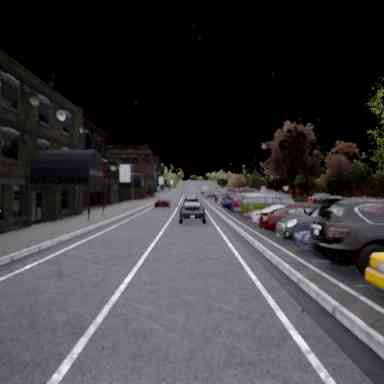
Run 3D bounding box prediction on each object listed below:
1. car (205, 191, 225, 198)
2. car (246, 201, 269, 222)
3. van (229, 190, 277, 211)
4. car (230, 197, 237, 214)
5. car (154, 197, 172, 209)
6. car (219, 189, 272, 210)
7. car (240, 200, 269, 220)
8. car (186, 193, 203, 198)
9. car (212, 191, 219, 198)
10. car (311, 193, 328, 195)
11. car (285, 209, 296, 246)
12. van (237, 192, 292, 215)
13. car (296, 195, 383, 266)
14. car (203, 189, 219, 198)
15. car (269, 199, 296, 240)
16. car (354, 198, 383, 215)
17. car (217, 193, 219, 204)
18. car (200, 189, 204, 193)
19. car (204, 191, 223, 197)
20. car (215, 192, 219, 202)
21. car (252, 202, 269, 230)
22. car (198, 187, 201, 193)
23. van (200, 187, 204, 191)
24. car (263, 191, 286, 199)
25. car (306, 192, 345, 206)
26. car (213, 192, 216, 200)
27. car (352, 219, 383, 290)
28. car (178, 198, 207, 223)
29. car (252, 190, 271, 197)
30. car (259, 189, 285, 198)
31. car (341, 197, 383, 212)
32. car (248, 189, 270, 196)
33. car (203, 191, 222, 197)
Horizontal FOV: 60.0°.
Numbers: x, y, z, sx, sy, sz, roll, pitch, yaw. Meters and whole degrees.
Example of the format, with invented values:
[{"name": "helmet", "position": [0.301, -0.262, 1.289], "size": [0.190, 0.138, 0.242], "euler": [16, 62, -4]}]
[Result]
[{"name": "car", "position": [5.472, 0.634, 80.349], "size": [4.792, 1.488, 2.163], "euler": [0, 1, 0]}, {"name": "car", "position": [6.015, 1.489, 20.492], "size": [4.674, 1.452, 2.002], "euler": [0, 0, 0]}, {"name": "van", "position": [6.076, 1.096, 31.812], "size": [4.442, 1.987, 1.878], "euler": [0, 1, 0]}, {"name": "car", "position": [5.977, 1.412, 28.991], "size": [4.674, 1.452, 2.002], "euler": [0, 1, 0]}, {"name": "car", "position": [-3.530, 1.335, 40.519], "size": [1.895, 1.301, 4.718], "euler": [0, 1, 0]}, {"name": "car", "position": [5.917, 1.021, 34.636], "size": [5.566, 2.045, 2.435], "euler": [0, 1, 0]}, {"name": "car", "position": [6.006, 1.484, 23.327], "size": [4.674, 1.452, 2.002], "euler": [0, 0, 0]}, {"name": "car", "position": [-0.090, 1.223, 40.795], "size": [2.128, 1.511, 4.902], "euler": [0, 1, -1]}, {"name": "car", "position": [5.887, 1.002, 51.593], "size": [4.792, 1.488, 2.163], "euler": [0, 1, 0]}, {"name": "car", "position": [18.474, 1.118, 43.342], "size": [5.008, 1.535, 2.097], "euler": [0, 1, 0]}, {"name": "car", "position": [6.064, 1.490, 12.015], "size": [4.674, 1.452, 2.002], "euler": [0, 0, 0]}, {"name": "van", "position": [6.104, 1.191, 26.282], "size": [4.442, 1.987, 1.878], "euler": [0, 1, 0]}, {"name": "car", "position": [6.104, 1.199, 9.190], "size": [5.566, 2.045, 2.435], "euler": [0, 0, 0]}, {"name": "car", "position": [5.500, 0.751, 74.925], "size": [4.674, 1.452, 2.002], "euler": [1, 1, 0]}, {"name": "car", "position": [6.078, 1.324, 14.841], "size": [4.553, 1.767, 2.185], "euler": [0, 0, 0]}, {"name": "car", "position": [18.505, 1.347, 32.050], "size": [4.792, 1.488, 2.163], "euler": [0, 1, 0]}, {"name": "car", "position": [5.911, 1.172, 40.290], "size": [5.008, 1.535, 2.097], "euler": [0, 1, 0]}, {"name": "car", "position": [5.279, 0.656, 77.564], "size": [5.366, 1.575, 1.946], "euler": [0, 1, 0]}, {"name": "car", "position": [5.423, 0.590, 83.131], "size": [4.674, 1.452, 2.002], "euler": [0, 1, 0]}, {"name": "car", "position": [6.087, 1.119, 43.117], "size": [5.366, 1.575, 1.946], "euler": [0, 1, 0]}, {"name": "car", "position": [6.027, 1.449, 17.666], "size": [5.008, 1.535, 2.097], "euler": [0, 0, 0]}, {"name": "car", "position": [5.305, 0.080, 94.256], "size": [5.566, 2.045, 2.435], "euler": [0, 1, 0]}, {"name": "van", "position": [5.238, 0.158, 91.597], "size": [4.442, 1.987, 1.878], "euler": [0, 1, 0]}, {"name": "car", "position": [18.534, 0.586, 74.877], "size": [4.553, 1.767, 2.185], "euler": [0, 1, 0]}, {"name": "car", "position": [18.434, 0.945, 46.039], "size": [4.553, 1.767, 2.185], "euler": [0, 1, 0]}, {"name": "car", "position": [5.875, 1.062, 48.767], "size": [4.674, 1.452, 2.002], "euler": [0, 1, 0]}, {"name": "car", "position": [6.276, 1.447, 6.365], "size": [5.366, 1.575, 1.946], "euler": [0, 0, 0]}, {"name": "car", "position": [0.026, 1.418, 24.784], "size": [1.837, 1.490, 4.892], "euler": [0, 0, 0]}, {"name": "car", "position": [18.425, 0.313, 88.799], "size": [4.553, 1.767, 2.185], "euler": [0, 1, 0]}, {"name": "car", "position": [18.572, 0.406, 77.660], "size": [5.566, 2.045, 2.435], "euler": [0, 1, 0]}, {"name": "car", "position": [18.491, 1.297, 34.874], "size": [4.792, 1.488, 2.163], "euler": [0, 1, 0]}, {"name": "car", "position": [18.462, 0.131, 91.706], "size": [5.566, 2.045, 2.435], "euler": [0, 1, 0]}, {"name": "car", "position": [5.370, 0.525, 85.913], "size": [4.792, 1.488, 2.163], "euler": [0, 1, 0]}]
